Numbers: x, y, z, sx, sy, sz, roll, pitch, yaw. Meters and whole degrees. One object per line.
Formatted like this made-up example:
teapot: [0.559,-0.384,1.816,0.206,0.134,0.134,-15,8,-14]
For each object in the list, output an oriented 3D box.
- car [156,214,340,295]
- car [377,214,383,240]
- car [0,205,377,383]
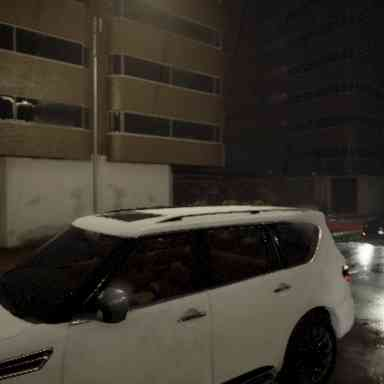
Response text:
car: [1.812,1.519,9.566,5.357,1.411,2.033,0,0,-35]
car: [9.502,1.497,14.991,4.181,1.385,1.994,0,0,-35]
car: [-0.508,1.216,3.613,5.566,2.045,2.150,0,0,-35]
